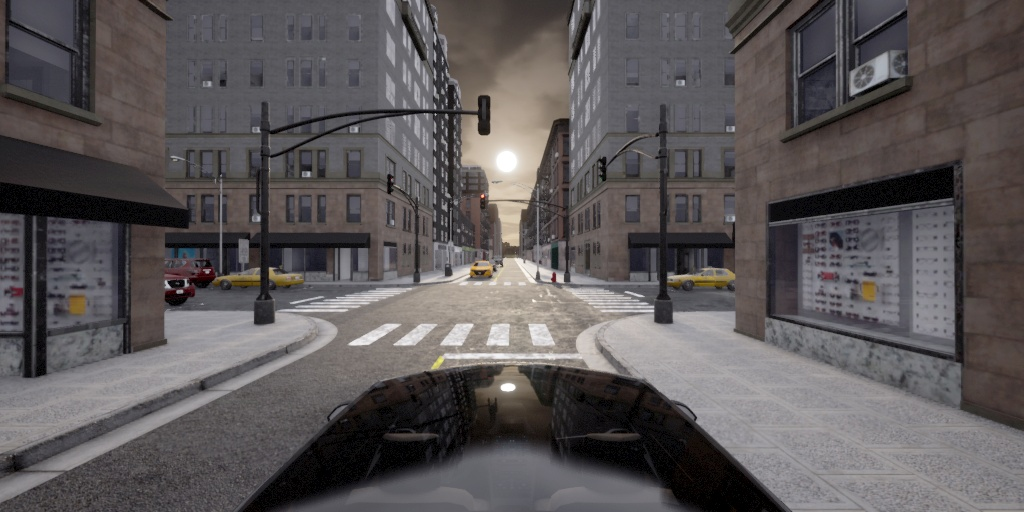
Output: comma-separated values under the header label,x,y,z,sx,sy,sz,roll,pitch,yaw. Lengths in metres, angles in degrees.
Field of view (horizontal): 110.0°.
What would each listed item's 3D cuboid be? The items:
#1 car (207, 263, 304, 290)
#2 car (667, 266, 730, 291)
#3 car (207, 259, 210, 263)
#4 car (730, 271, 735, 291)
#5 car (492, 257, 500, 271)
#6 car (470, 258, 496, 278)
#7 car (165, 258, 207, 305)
label,x,y,z,sx,sy,sz,roll,pitch,yaw
car,-15.246,1.279,21.605,4.829,1.417,1.751,0,0,0
car,11.638,1.304,21.561,4.829,1.417,1.751,0,0,0
car,-20.755,1.063,21.614,5.009,1.841,2.192,0,0,0
car,14.723,1.274,19.020,4.892,1.490,1.837,0,0,0
car,-2.838,1.240,45.556,1.837,1.490,4.892,0,1,0
car,-2.839,1.222,33.937,1.882,1.535,5.008,0,0,0
car,-15.097,1.035,13.579,5.009,1.841,2.192,0,0,0
